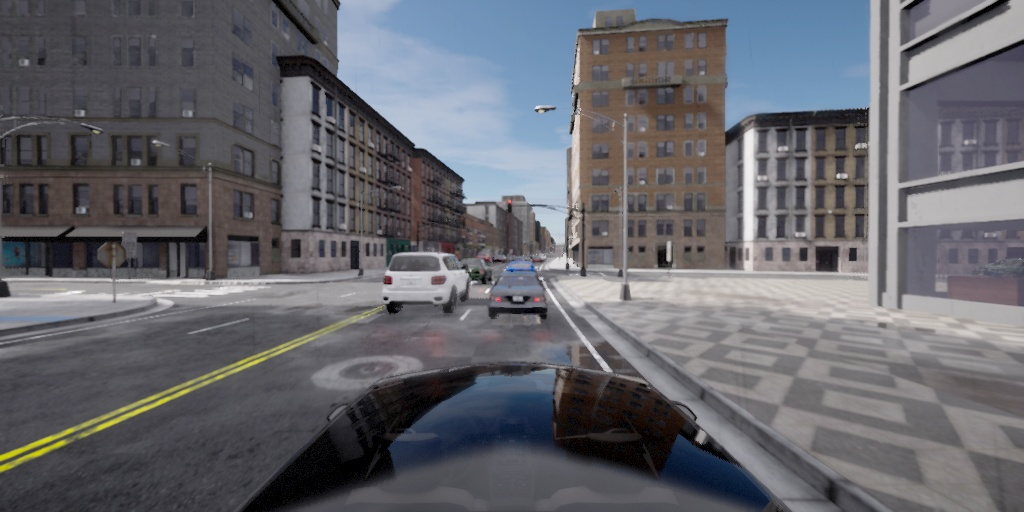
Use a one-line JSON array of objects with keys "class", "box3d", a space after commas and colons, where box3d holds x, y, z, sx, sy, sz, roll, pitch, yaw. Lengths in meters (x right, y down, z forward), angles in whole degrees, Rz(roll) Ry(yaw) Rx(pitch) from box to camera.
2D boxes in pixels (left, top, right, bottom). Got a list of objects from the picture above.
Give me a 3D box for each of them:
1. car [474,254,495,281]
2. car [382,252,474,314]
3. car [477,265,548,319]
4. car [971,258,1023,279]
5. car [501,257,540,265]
[{"class": "car", "box3d": [-2.571, 0.914, 24.348, 2.097, 1.767, 4.553, 0, 0, 3]}, {"class": "car", "box3d": [-2.965, 0.875, 13.440, 2.150, 2.045, 5.566, 0, 1, 1]}, {"class": "car", "box3d": [0.225, 1.206, 12.369, 2.033, 1.411, 5.357, 0, 0, 2]}, {"class": "car", "box3d": [41.657, 1.212, 29.334, 5.566, 2.045, 2.150, 1, 1, 8]}, {"class": "car", "box3d": [0.588, 1.057, 22.367, 1.882, 1.535, 5.008, 0, 0, 2]}]
